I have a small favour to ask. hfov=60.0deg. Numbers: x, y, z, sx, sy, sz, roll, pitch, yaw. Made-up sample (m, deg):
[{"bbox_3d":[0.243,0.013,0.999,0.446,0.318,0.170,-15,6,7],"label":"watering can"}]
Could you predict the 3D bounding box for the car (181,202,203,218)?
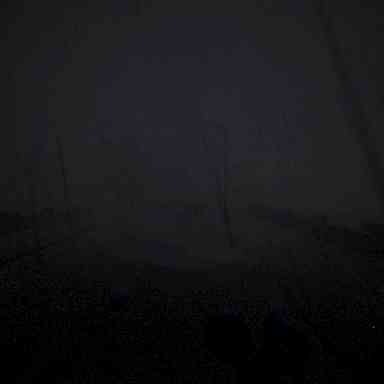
[{"bbox_3d":[0.023,1.706,32.707,1.812,1.442,4.674,0,0,1],"label":"car"}]
